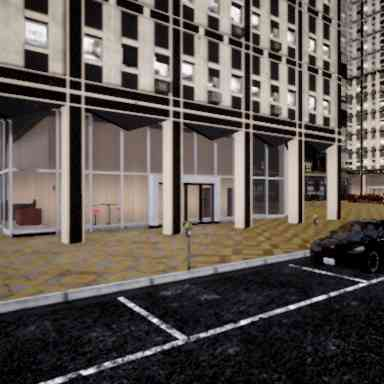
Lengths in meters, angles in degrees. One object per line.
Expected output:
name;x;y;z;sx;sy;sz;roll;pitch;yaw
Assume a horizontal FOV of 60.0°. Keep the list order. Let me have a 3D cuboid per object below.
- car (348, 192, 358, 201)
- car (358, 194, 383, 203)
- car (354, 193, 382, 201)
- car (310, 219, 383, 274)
car;26.521;0.703;58.126;2.192;1.841;5.009;1;0;-36
car;29.760;1.077;53.596;1.802;1.307;4.206;1;0;-36
car;33.290;0.954;63.058;1.802;1.307;4.206;1;0;-36
car;5.603;1.558;10.554;4.313;1.339;1.947;0;0;-35
